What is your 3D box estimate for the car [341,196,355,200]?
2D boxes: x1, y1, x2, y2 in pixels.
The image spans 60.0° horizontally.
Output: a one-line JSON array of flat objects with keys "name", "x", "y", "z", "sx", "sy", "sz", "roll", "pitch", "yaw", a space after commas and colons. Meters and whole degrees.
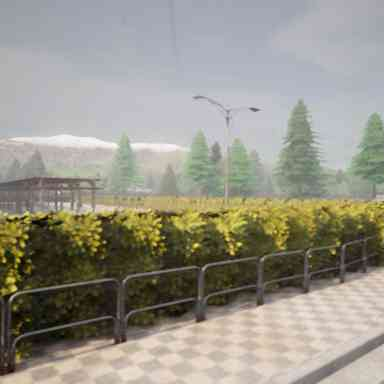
[{"name": "car", "x": 40.143, "y": 2.059, "z": 85.425, "sx": 2.150, "sy": 2.045, "sz": 5.566, "roll": 0, "pitch": 0, "yaw": 5}]

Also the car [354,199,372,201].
[{"name": "car", "x": 39.254, "y": 2.354, "z": 75.074, "sx": 2.128, "sy": 1.511, "sz": 4.902, "roll": 0, "pitch": 0, "yaw": 5}]
